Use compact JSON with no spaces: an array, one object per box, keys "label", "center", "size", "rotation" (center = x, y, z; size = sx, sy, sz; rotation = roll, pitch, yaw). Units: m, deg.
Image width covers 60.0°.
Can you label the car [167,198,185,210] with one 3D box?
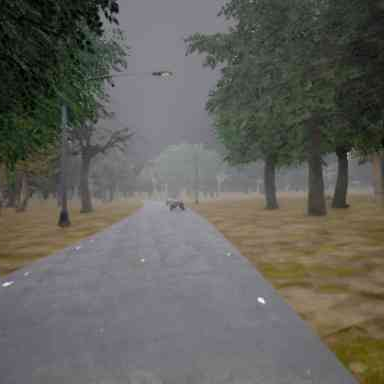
[{"label":"car","center":[-2.046,1.695,45.197],"size":[1.837,1.490,4.892],"rotation":[0,0,-5]}]

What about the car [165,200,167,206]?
[{"label":"car","center":[-4.022,1.836,63.225],"size":[1.812,1.442,4.674],"rotation":[0,0,-7]}]
